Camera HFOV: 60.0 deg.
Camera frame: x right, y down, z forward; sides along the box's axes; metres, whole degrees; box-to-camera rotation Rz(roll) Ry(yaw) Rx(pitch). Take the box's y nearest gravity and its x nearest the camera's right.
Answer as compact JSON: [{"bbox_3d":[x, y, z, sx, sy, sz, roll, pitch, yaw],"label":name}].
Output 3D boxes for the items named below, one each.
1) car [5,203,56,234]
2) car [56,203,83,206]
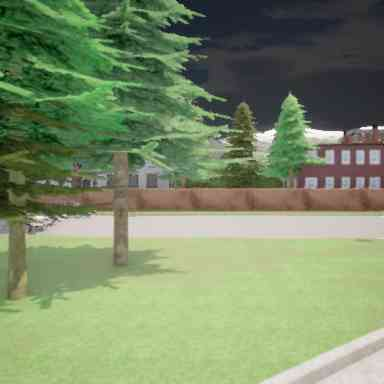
[{"bbox_3d":[-10.412,1.522,18.731,4.674,1.442,1.812,0,0,3],"label":"car"},{"bbox_3d":[-10.927,1.480,29.266,4.902,1.511,2.128,0,0,3],"label":"car"}]
